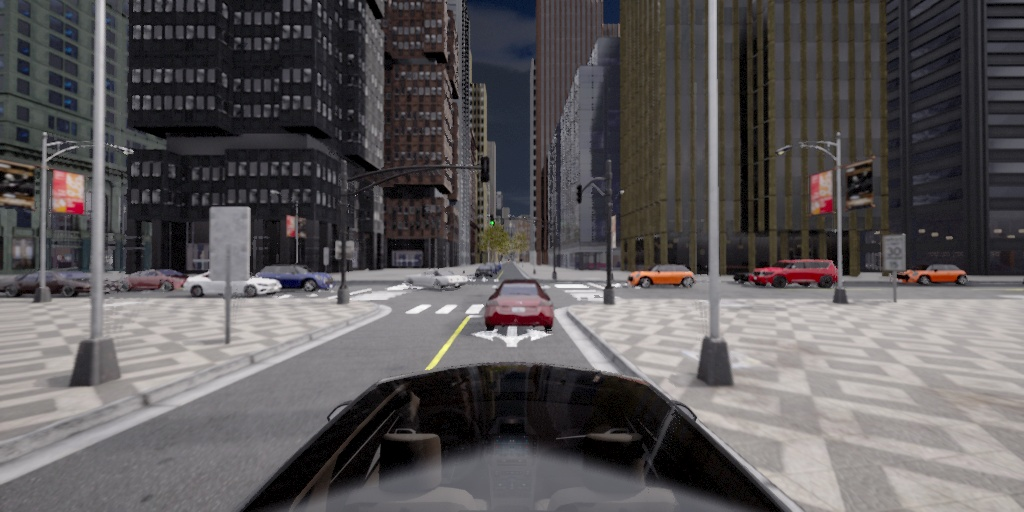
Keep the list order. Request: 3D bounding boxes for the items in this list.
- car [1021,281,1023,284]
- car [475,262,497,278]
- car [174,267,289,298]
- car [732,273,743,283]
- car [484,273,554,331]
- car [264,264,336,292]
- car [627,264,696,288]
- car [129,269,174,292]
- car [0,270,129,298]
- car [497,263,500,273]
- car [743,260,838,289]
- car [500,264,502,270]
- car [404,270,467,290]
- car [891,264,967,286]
[{"bbox_3d":[41.099,1.636,26.222,5.357,1.411,2.033,0,-1,1],"label":"car"},{"bbox_3d":[-3.136,1.769,41.457,2.033,1.411,5.357,0,-1,0],"label":"car"},{"bbox_3d":[-15.292,1.486,19.728,4.674,1.442,1.812,0,-1,0],"label":"car"},{"bbox_3d":[20.962,1.696,29.576,4.718,1.301,1.895,0,-1,0],"label":"car"},{"bbox_3d":[0.269,1.430,11.581,1.994,1.385,4.181,0,-1,3],"label":"car"},{"bbox_3d":[-13.817,1.346,22.975,4.553,1.767,2.097,0,-1,0],"label":"car"},{"bbox_3d":[10.852,1.403,26.356,4.553,1.767,2.097,0,-1,0],"label":"car"},{"bbox_3d":[-22.458,1.554,22.994,4.181,1.385,1.994,0,-1,-1],"label":"car"},{"bbox_3d":[-24.993,1.504,19.756,5.357,1.411,2.033,0,-1,0],"label":"car"},{"bbox_3d":[-3.133,1.685,50.856,2.097,1.767,4.553,0,-1,0],"label":"car"},{"bbox_3d":[20.637,1.285,26.331,5.566,2.045,2.150,0,-1,0],"label":"car"},{"bbox_3d":[-3.116,2.015,60.709,1.994,1.385,4.181,0,-1,0],"label":"car"},{"bbox_3d":[-5.481,1.625,25.278,4.718,1.301,1.895,0,-1,36],"label":"car"},{"bbox_3d":[34.213,1.464,29.527,4.553,1.767,2.097,0,-1,0],"label":"car"}]
